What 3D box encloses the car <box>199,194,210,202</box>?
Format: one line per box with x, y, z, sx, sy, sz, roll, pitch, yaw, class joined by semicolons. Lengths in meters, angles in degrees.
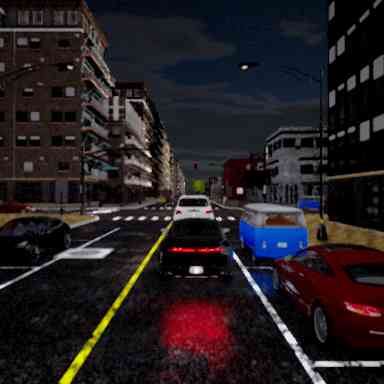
2.709;1.298;73.062;2.192;1.841;5.009;0;0;0;car

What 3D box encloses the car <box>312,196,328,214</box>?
14.929;1.324;32.547;5.009;1.841;2.192;0;0;0;car

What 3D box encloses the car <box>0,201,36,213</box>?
-17.459;1.500;32.473;4.206;1.307;1.802;0;0;0;car

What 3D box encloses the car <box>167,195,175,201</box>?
-5.669;1.522;89.511;1.752;1.417;4.829;0;0;0;car

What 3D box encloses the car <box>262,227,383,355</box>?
2.661;1.576;5.969;1.802;1.307;4.206;0;0;0;car

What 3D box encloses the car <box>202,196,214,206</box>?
2.705;1.502;56.615;1.752;1.417;4.829;0;0;0;car

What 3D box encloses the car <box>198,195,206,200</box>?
2.711;1.548;89.679;2.008;1.369;4.403;0;0;0;car

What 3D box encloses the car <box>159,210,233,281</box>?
0.100;1.495;9.846;1.837;1.490;4.892;0;0;0;car

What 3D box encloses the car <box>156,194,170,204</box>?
-5.675;1.503;61.814;1.752;1.417;4.829;0;0;0;car

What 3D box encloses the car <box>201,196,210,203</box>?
2.707;1.562;67.523;1.802;1.307;4.206;0;0;0;car

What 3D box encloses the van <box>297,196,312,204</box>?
14.908;1.383;40.926;3.998;1.788;1.690;0;0;0;van

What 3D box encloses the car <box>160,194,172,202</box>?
-5.672;1.298;73.063;2.192;1.841;5.009;0;0;0;car

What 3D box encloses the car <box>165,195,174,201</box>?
-5.671;1.542;84.141;2.008;1.369;4.403;0;0;0;car

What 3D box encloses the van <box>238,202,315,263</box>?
2.663;1.330;11.657;1.690;1.788;3.998;0;0;0;van

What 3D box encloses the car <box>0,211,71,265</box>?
-5.685;1.555;11.685;1.947;1.339;4.313;0;0;0;car

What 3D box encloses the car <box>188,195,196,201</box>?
0.017;1.530;82.834;2.033;1.411;5.357;0;0;0;car

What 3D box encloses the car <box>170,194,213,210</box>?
0.094;1.204;19.846;2.150;2.045;5.566;0;0;0;car

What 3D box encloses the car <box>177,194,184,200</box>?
-2.981;1.316;87.423;1.895;1.301;4.718;0;0;0;car
